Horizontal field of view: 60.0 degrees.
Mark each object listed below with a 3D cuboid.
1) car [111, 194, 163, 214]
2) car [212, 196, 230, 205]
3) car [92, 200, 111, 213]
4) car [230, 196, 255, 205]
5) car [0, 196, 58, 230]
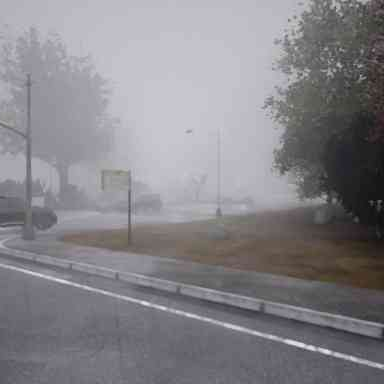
[{"bbox_3d":[-5.598,1.208,36.107,2.150,2.045,5.566,0,0,39],"label":"car"},{"bbox_3d":[5.239,1.378,55.890,2.128,1.511,4.902,0,0,36],"label":"car"},{"bbox_3d":[-9.116,1.552,37.322,1.994,1.385,4.181,0,0,39],"label":"car"},{"bbox_3d":[8.672,1.387,54.647,1.837,1.490,4.892,0,0,36],"label":"car"},{"bbox_3d":[-10.504,1.230,18.682,2.150,2.045,5.566,0,0,39],"label":"car"}]
